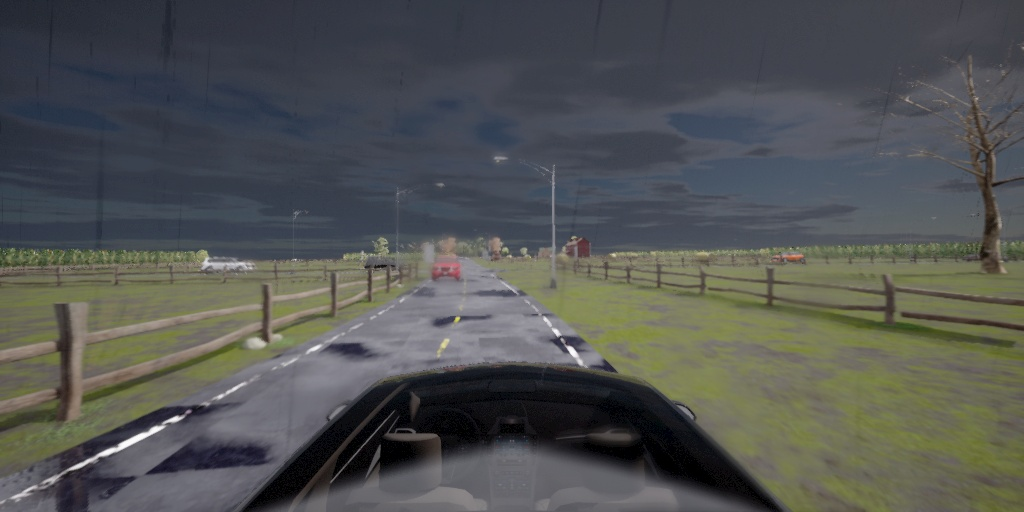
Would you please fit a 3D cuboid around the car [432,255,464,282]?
[{"bbox_3d":[-5.288,0.950,29.455,2.150,2.045,5.566,0,0,-7],"label":"car"}]

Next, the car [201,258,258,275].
[{"bbox_3d":[-34.192,1.257,43.468,5.566,2.045,2.150,0,-1,-8],"label":"car"}]

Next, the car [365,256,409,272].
[{"bbox_3d":[-15.859,1.118,45.929,5.566,2.045,2.150,1,-1,-8],"label":"car"}]
